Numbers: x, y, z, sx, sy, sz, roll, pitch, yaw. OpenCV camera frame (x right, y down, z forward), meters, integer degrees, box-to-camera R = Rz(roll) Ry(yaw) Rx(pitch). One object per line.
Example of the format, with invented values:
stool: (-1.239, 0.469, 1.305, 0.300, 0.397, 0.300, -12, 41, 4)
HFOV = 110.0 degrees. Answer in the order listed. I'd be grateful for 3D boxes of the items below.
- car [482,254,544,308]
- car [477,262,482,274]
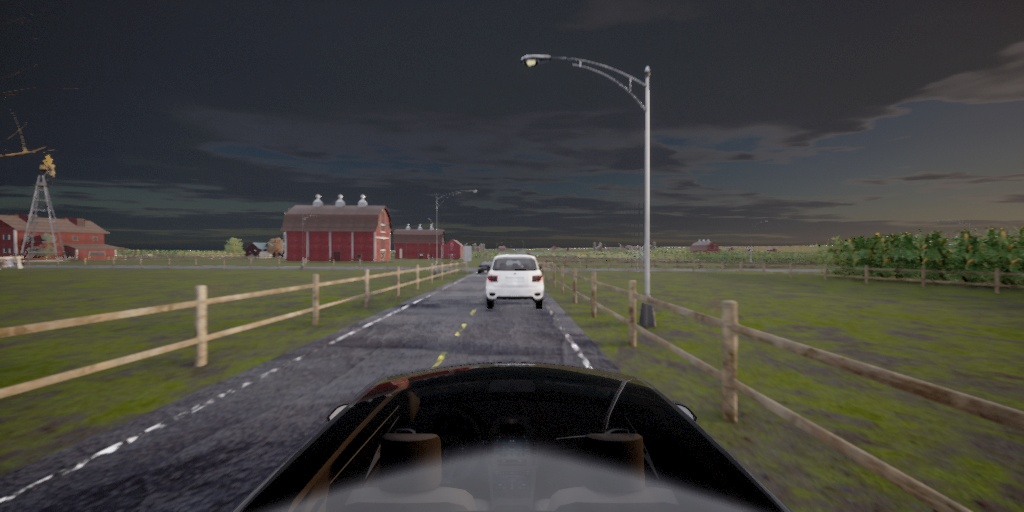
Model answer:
car: (0.106, 0.951, 15.228, 2.150, 2.045, 5.566, 0, 0, 0)
car: (-2.733, 1.243, 39.971, 2.033, 1.411, 5.357, 0, 0, 0)
